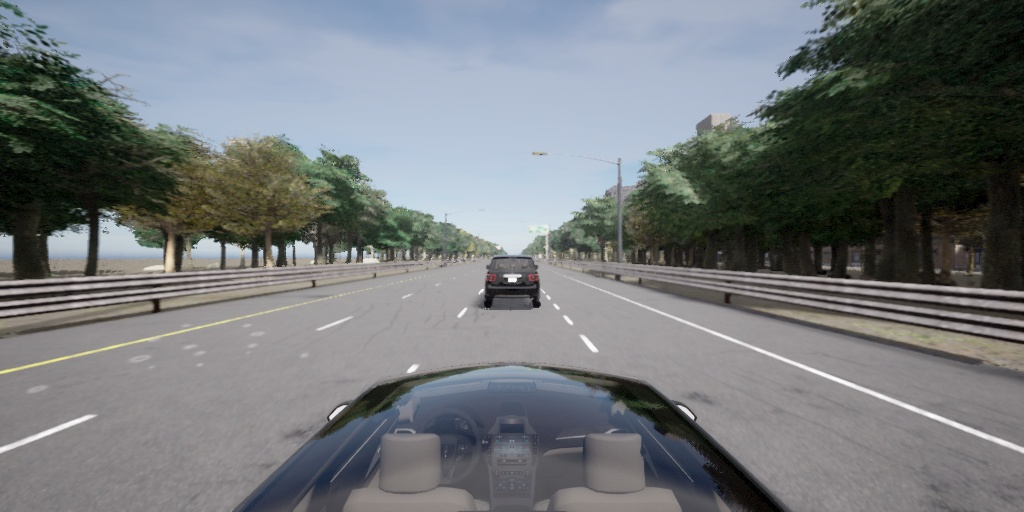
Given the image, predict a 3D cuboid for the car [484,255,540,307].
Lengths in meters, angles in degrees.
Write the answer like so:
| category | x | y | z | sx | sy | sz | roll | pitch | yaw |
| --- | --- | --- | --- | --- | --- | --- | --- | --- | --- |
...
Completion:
| category | x | y | z | sx | sy | sz | roll | pitch | yaw |
| --- | --- | --- | --- | --- | --- | --- | --- | --- | --- |
| car | 0.013 | 0.960 | 15.729 | 2.150 | 2.045 | 5.566 | 0 | 0 | 0 |
